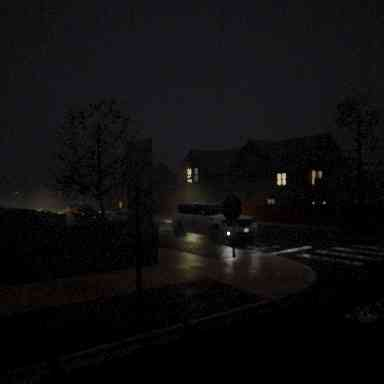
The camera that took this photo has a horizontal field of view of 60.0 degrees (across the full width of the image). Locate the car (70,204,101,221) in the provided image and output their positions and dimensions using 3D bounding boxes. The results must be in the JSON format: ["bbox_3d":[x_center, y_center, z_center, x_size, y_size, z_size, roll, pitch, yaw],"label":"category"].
[{"bbox_3d":[-10.990,2.306,34.714,1.837,1.490,4.892,-1,-1,-36],"label":"car"}]

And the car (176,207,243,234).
[{"bbox_3d":[1.077,1.842,23.009,1.882,1.535,5.008,-1,-1,-36],"label":"car"}]

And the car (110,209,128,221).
[{"bbox_3d":[-4.990,2.083,26.333,1.812,1.442,4.674,-1,-1,-35],"label":"car"}]

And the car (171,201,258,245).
[{"bbox_3d":[0.972,1.538,18.029,2.150,2.045,5.566,-1,-1,-36],"label":"car"}]

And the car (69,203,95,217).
[{"bbox_3d":[-15.097,2.372,45.413,2.097,1.767,4.553,-1,-1,-35],"label":"car"}]
